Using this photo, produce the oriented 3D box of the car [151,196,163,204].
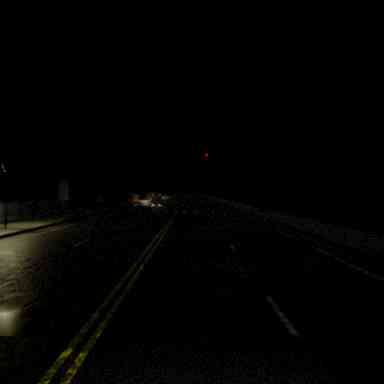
[{"bbox_3d":[-6.492,1.486,61.691,2.033,1.411,5.357,0,0,0],"label":"car"}]
